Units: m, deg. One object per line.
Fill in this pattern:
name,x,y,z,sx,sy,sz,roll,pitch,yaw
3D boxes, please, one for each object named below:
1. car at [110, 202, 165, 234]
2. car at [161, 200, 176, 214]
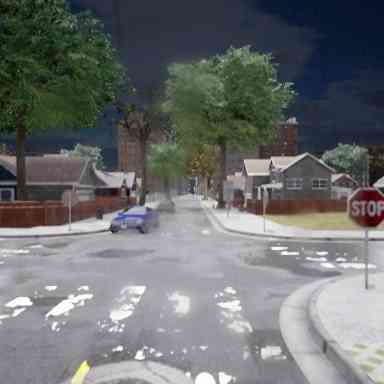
car,-3.142,1.531,19.317,1.812,1.442,4.674,0,0,8
car,-2.680,1.567,35.460,2.033,1.411,5.357,0,0,0
